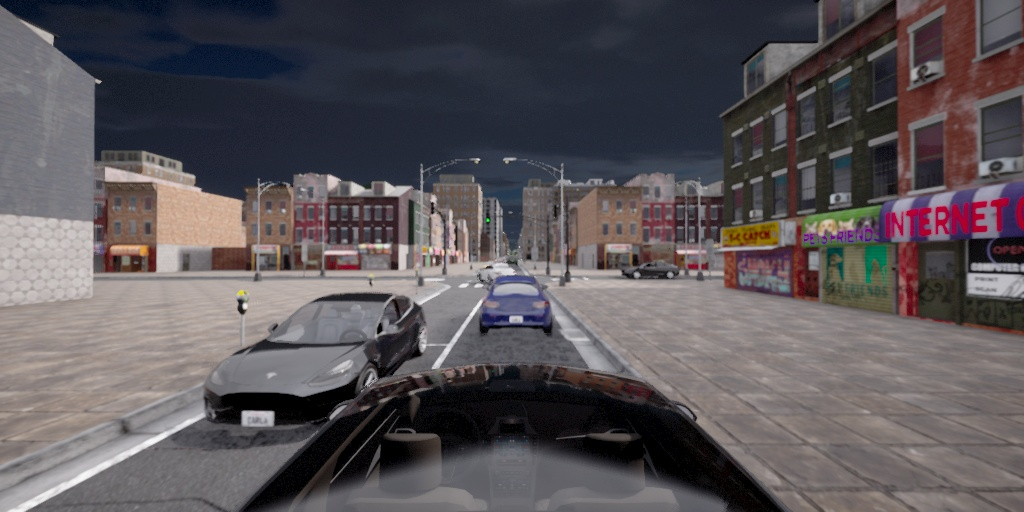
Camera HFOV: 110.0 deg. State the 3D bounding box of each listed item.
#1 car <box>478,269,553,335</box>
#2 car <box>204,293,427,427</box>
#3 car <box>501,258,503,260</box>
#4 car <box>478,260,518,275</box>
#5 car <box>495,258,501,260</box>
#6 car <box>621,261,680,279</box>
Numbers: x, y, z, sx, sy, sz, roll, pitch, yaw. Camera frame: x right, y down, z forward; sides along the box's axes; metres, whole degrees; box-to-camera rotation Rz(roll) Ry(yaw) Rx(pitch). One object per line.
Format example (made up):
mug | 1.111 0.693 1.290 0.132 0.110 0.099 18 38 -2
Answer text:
car | 0.097 1.269 10.402 1.812 1.442 4.674 0 0 0
car | -2.631 1.312 5.890 1.948 1.339 4.313 0 0 0
car | -2.557 1.301 49.264 1.888 1.381 4.507 0 0 0
car | -1.097 1.261 26.112 1.812 1.442 4.674 0 0 -19
car | -2.567 1.275 43.489 1.751 1.417 4.829 0 0 0
car | 12.079 1.228 31.447 4.892 1.490 1.837 0 0 -1
